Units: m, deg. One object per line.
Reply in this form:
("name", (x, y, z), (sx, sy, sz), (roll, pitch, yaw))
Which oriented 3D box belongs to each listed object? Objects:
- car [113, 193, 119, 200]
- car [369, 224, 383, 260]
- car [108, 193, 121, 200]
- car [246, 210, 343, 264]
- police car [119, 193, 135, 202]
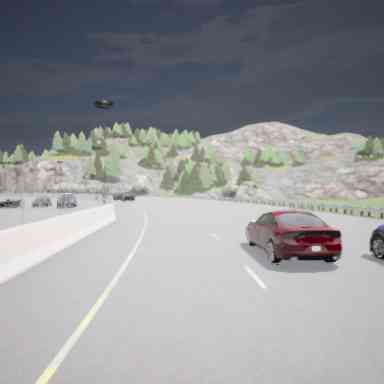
("car", (-15.593, 0.957, 71.804), (1.837, 1.490, 4.892), (-1, 1, -23))
("car", (6.813, 1.200, 8.855), (2.097, 1.767, 4.553), (-1, 1, -2))
("car", (-18.081, 0.926, 77.417), (1.837, 1.490, 4.892), (-1, 1, -25))
("car", (3.185, 1.336, 11.345), (1.882, 1.535, 5.008), (-1, 1, -3))
("police car", (-11.903, 0.933, 62.378), (1.930, 1.638, 5.238), (-1, 1, -20))
